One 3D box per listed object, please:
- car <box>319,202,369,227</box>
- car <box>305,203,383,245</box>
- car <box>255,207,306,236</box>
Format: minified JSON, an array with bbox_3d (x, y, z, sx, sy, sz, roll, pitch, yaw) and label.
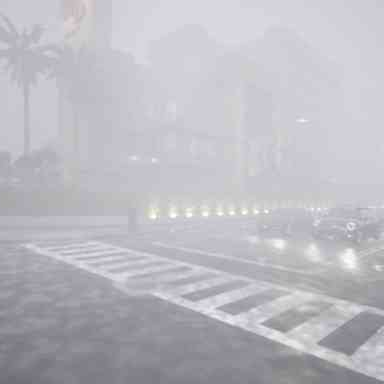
[{"bbox_3d":[12.003,1.680,26.159,2.097,1.767,4.553,1,0,44],"label":"car"},{"bbox_3d":[7.961,1.569,17.003,2.097,1.767,4.553,1,0,44],"label":"car"},{"bbox_3d":[5.634,1.665,19.637,1.837,1.490,4.892,1,0,44],"label":"car"}]
